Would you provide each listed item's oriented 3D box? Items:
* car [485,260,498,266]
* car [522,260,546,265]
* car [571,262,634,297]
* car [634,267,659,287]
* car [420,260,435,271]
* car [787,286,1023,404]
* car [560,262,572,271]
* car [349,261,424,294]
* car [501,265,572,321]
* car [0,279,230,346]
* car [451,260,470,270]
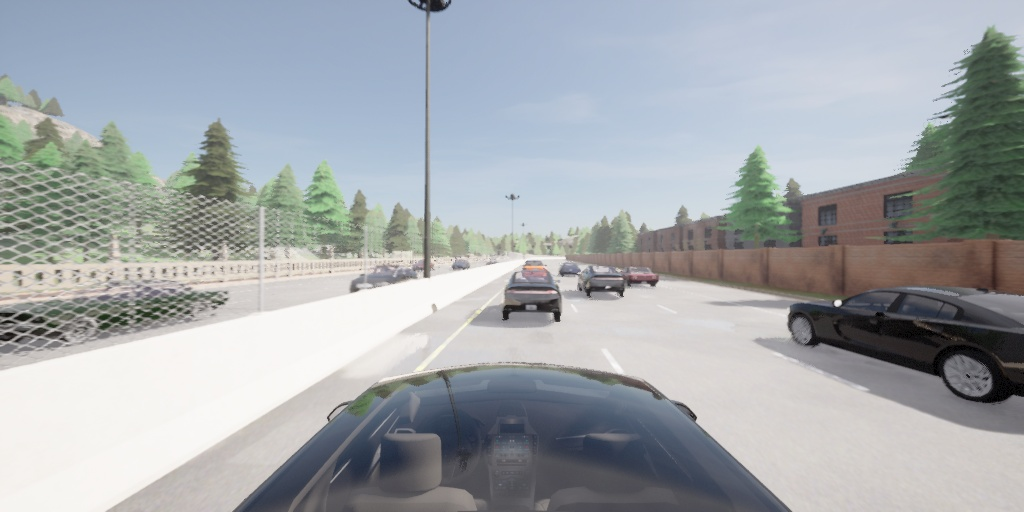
[{"bbox_3d":[-3.244,1.293,59.958,1.994,1.385,4.181,0,0,5],"label":"car"},{"bbox_3d":[1.886,1.107,30.452,2.097,1.767,4.553,0,0,4],"label":"car"},{"bbox_3d":[4.618,1.260,19.039,2.128,1.511,4.902,0,0,4],"label":"car"},{"bbox_3d":[8.518,1.386,24.898,1.895,1.301,4.718,0,0,4],"label":"car"},{"bbox_3d":[-11.258,1.222,46.077,1.812,1.442,4.674,0,0,4],"label":"car"},{"bbox_3d":[7.335,1.259,6.387,1.882,1.535,5.008,0,0,2],"label":"car"},{"bbox_3d":[5.836,1.336,36.895,1.994,1.385,4.181,0,0,4],"label":"car"},{"bbox_3d":[-6.203,1.213,17.806,2.128,1.511,4.902,0,0,4],"label":"car"},{"bbox_3d":[0.692,1.243,12.555,2.128,1.511,4.902,0,0,3],"label":"car"},{"bbox_3d":[-10.265,1.305,9.470,1.895,1.301,4.718,0,0,3],"label":"car"},{"bbox_3d":[-7.326,1.260,51.932,2.033,1.411,5.357,0,0,4],"label":"car"}]
